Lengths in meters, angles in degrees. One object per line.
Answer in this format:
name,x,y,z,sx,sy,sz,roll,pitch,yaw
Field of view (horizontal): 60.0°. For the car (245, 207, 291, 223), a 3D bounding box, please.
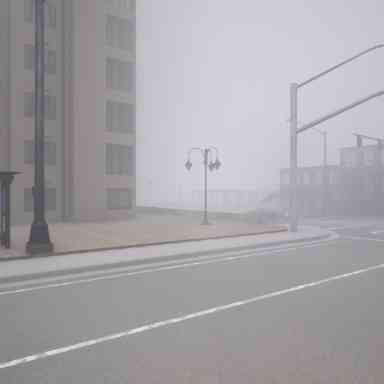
car,7.125,2.209,31.849,2.128,1.511,4.902,0,-7,-36
